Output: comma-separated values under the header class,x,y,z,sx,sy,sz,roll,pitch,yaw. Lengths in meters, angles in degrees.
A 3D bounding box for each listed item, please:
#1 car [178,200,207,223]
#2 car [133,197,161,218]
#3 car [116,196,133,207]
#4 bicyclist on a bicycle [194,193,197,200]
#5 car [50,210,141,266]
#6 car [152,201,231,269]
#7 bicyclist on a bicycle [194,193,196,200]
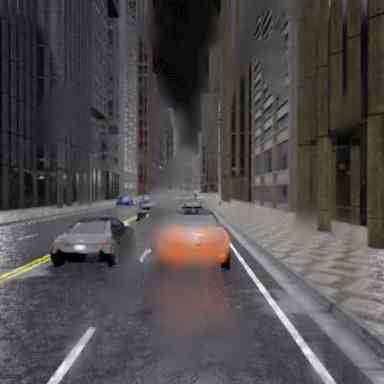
class,x,y,z,sx,sy,sz,roll,pitch,yaw
car,0.058,1.446,26.595,2.128,1.511,4.902,0,0,0
car,-3.191,1.460,26.616,1.837,1.490,4.892,0,1,0
car,-9.854,1.361,48.886,1.882,1.535,5.008,0,0,0
bicyclist on a bicycle,0.851,1.127,78.999,0.659,1.776,1.843,0,1,0
car,-3.185,1.546,11.497,1.994,1.385,4.181,0,0,0
car,0.064,1.334,11.234,2.097,1.767,4.553,0,0,0
bicyclist on a bicycle,0.847,1.076,87.998,0.659,1.776,1.843,0,1,0
